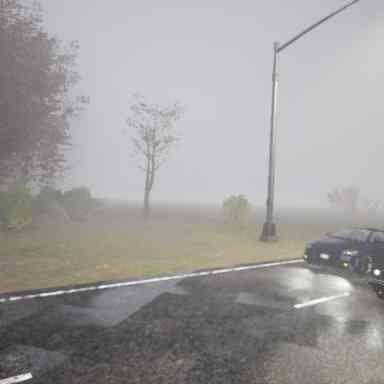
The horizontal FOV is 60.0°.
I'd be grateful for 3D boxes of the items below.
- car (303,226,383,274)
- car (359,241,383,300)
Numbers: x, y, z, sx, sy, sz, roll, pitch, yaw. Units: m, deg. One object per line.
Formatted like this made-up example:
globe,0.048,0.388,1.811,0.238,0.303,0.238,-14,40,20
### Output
car,5.892,1.952,11.844,4.181,1.385,1.994,3,0,-35
car,6.350,1.995,8.188,4.718,1.301,1.895,3,0,-35
